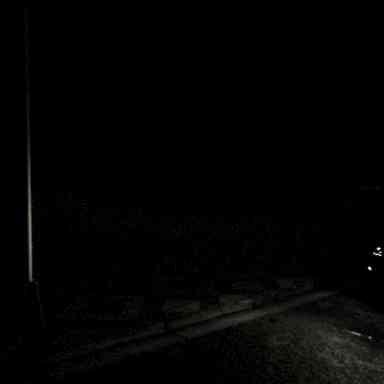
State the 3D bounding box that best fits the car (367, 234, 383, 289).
[{"bbox_3d":[6.491,1.234,8.014,5.566,2.045,2.150,0,0,-36],"label":"car"}]
